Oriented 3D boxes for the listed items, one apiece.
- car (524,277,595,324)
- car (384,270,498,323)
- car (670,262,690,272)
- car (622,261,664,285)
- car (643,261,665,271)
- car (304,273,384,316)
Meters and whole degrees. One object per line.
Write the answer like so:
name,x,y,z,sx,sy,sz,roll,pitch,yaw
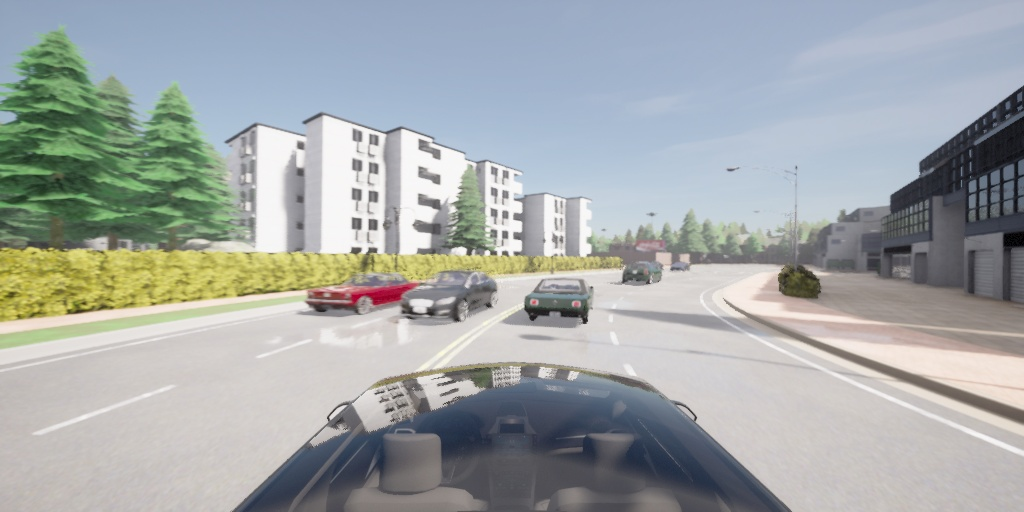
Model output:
car,1.827,1.385,12.348,1.895,1.301,4.718,0,0,15
car,-1.905,1.240,12.310,2.128,1.511,4.902,0,0,16
car,25.206,1.618,53.644,2.033,1.411,5.357,0,0,38
car,10.290,1.241,28.160,2.097,1.767,4.553,0,0,36
car,21.769,1.547,54.934,1.837,1.490,4.892,0,-1,38
car,-5.263,1.319,13.451,1.895,1.301,4.718,0,0,16
